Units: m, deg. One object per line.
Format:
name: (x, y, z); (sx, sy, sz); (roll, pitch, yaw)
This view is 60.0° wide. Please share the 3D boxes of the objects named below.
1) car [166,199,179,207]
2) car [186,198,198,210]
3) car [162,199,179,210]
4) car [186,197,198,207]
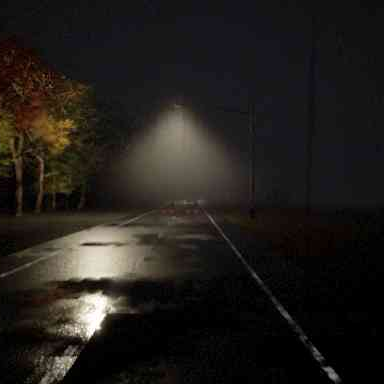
car: (-3.494, 1.988, 60.619); (2.033, 1.411, 5.357); (0, 0, 0)
car: (0.005, 1.860, 50.579); (2.128, 1.511, 4.902); (0, 0, 0)
car: (-3.495, 1.857, 50.196); (2.128, 1.511, 4.902); (0, 0, 0)
car: (0.005, 1.790, 60.589); (2.097, 1.767, 4.553); (0, 0, 0)
